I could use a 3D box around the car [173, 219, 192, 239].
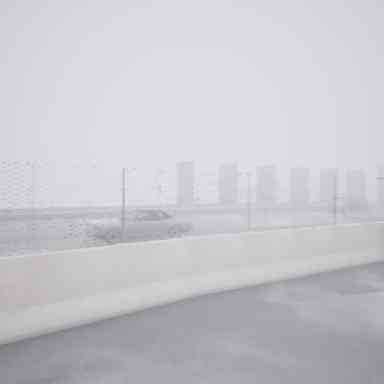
[{"bbox_3d":[-2.359,1.467,15.000,4.718,1.301,1.895,0,1,-33],"label":"car"}]
